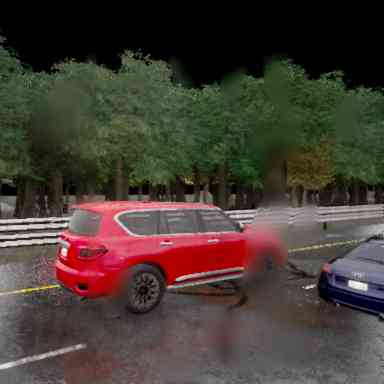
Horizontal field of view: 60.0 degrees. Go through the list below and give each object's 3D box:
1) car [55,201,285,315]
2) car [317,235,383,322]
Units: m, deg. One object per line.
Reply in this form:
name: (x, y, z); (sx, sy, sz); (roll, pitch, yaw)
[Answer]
car: (-0.240, 1.244, 7.857); (5.566, 2.045, 2.150); (0, 0, -35)
car: (4.516, 1.606, 6.930); (4.181, 1.385, 1.994); (0, 0, -35)
